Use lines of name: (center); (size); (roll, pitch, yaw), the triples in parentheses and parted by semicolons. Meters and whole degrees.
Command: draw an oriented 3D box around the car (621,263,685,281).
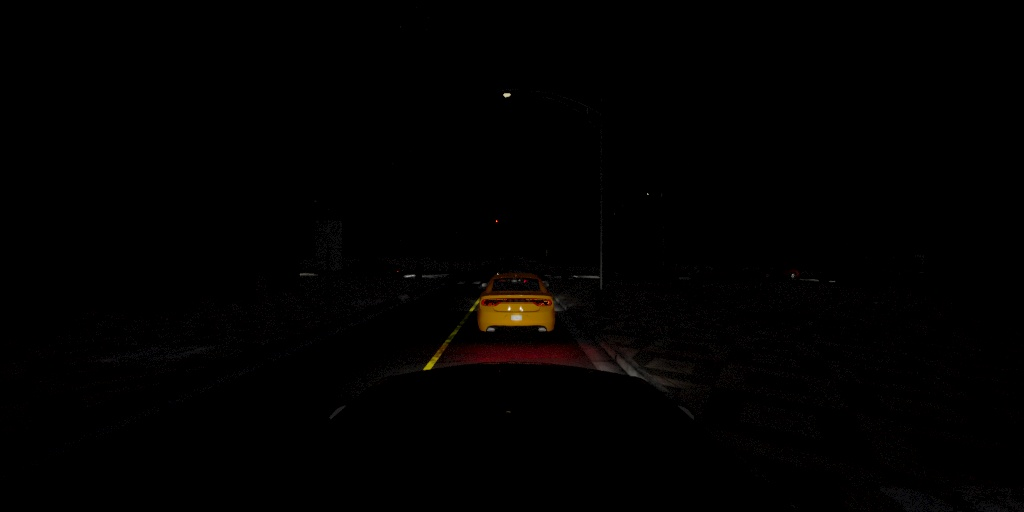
car: (12.146, 1.522, 31.032); (4.313, 1.339, 1.948); (0, 0, 0)

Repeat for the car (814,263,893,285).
car: (29.075, 1.538, 31.018); (5.009, 1.841, 2.192); (0, 0, 0)

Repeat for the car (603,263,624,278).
car: (11.905, 1.454, 36.890); (4.892, 1.490, 1.837); (1, 0, 0)

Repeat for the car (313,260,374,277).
car: (-14.762, 1.114, 30.957); (4.403, 1.370, 2.007); (0, 0, 0)

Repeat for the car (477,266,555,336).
car: (0.104, 1.227, 10.479); (1.882, 1.535, 5.008); (0, 0, 0)

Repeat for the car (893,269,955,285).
car: (34.719, 1.862, 31.014); (4.507, 1.381, 1.888); (0, 0, 0)

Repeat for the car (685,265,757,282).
car: (17.958, 1.569, 31.027); (4.829, 1.417, 1.751); (0, 0, 0)

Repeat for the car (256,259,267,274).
car: (-23.612, 1.004, 33.723); (4.181, 1.385, 1.994); (1, 0, 0)

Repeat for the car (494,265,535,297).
car: (0.113, 1.296, 20.306); (2.033, 1.411, 5.357); (0, 0, 0)

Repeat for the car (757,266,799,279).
car: (29.090, 1.763, 39.544); (4.507, 1.381, 1.888); (0, 0, 0)

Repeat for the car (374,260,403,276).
car: (-12.738, 1.097, 33.708); (4.892, 1.490, 1.837); (0, 0, 0)

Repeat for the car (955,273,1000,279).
car: (40.369, 1.993, 31.009); (4.207, 1.307, 1.802); (0, 0, 0)
